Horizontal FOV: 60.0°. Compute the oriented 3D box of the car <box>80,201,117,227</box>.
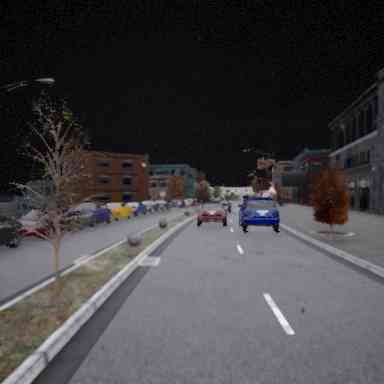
[{"bbox_3d":[-7.387,1.497,23.871,2.185,1.767,4.553,0,0,6],"label":"car"}]

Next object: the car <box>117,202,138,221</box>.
[{"bbox_3d":[-6.785,1.667,29.361,2.097,1.535,5.008,0,0,7],"label":"car"}]

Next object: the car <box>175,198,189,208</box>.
[{"bbox_3d":[-2.406,1.861,56.565,2.185,1.767,4.553,0,-1,10],"label":"car"}]

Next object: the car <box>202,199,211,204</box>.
[{"bbox_3d":[4.240,2.662,94.730,2.002,1.452,4.674,0,-1,10],"label":"car"}]

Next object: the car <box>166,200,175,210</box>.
[{"bbox_3d":[-4.283,1.829,45.785,2.231,1.521,4.892,0,-1,10],"label":"car"}]

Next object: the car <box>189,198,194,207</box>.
[{"bbox_3d":[-1.464,2.108,61.974,2.002,1.452,4.674,0,-1,10],"label":"car"}]

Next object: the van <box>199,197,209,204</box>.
[{"bbox_3d":[3.273,2.290,89.177,1.878,1.987,4.442,0,-1,10],"label":"van"}]

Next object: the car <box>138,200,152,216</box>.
[{"bbox_3d":[-6.062,1.752,34.862,2.002,1.452,4.674,0,0,9],"label":"car"}]

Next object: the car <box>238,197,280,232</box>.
[{"bbox_3d":[4.205,1.361,21.375,2.150,2.045,5.566,0,0,5],"label":"car"}]

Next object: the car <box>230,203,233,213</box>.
[{"bbox_3d":[4.090,1.810,42.518,1.837,1.490,4.892,0,0,9],"label":"car"}]

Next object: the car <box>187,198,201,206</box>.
[{"bbox_3d":[0.457,2.112,73.006,2.185,1.767,4.553,0,-1,10],"label":"car"}]

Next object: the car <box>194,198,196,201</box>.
[{"bbox_3d":[-0.490,2.027,67.568,2.185,1.767,4.553,0,-1,10],"label":"car"}]

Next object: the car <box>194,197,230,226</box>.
[{"bbox_3d":[1.620,1.519,25.281,2.097,1.767,4.553,0,0,6],"label":"car"}]

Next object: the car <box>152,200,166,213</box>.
[{"bbox_3d":[-5.222,1.762,40.346,2.231,1.521,4.892,0,-1,10],"label":"car"}]

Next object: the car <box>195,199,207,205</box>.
[{"bbox_3d":[2.346,2.421,83.856,2.231,1.521,4.892,0,-1,10],"label":"car"}]

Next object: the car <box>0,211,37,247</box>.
[{"bbox_3d":[-8.245,1.573,12.655,2.002,1.452,4.674,0,0,4],"label":"car"}]

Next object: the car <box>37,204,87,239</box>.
[{"bbox_3d":[-7.878,1.607,18.163,2.163,1.488,4.792,0,0,5],"label":"car"}]
